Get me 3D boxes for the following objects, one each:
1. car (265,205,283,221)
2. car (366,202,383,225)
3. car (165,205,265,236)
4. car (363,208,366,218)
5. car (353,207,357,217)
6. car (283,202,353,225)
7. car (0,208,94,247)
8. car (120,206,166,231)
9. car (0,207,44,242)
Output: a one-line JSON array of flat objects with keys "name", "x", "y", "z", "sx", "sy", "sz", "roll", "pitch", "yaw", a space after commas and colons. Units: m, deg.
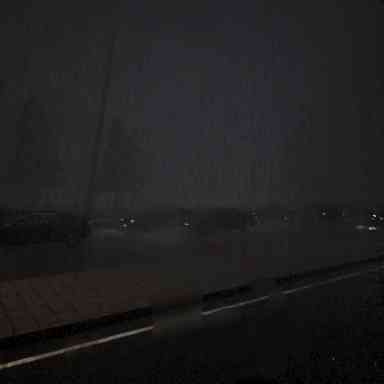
[{"name": "car", "x": 6.022, "y": 1.695, "z": 26.672, "sx": 4.718, "sy": 1.301, "sz": 1.895, "roll": 0, "pitch": 0, "yaw": -35}, {"name": "car", "x": 15.147, "y": 1.624, "z": 24.449, "sx": 4.892, "sy": 1.490, "sz": 1.837, "roll": 0, "pitch": 0, "yaw": -35}, {"name": "car", "x": 1.433, "y": 1.604, "z": 19.121, "sx": 5.357, "sy": 1.411, "sz": 2.033, "roll": 0, "pitch": 0, "yaw": -35}, {"name": "car", "x": 17.671, "y": 1.628, "z": 30.567, "sx": 5.008, "sy": 1.535, "sz": 1.882, "roll": 0, "pitch": 0, "yaw": -35}, {"name": "car", "x": 14.226, "y": 1.706, "z": 32.439, "sx": 4.181, "sy": 1.385, "sz": 1.994, "roll": 0, "pitch": 0, "yaw": -35}, {"name": "car", "x": 9.429, "y": 1.594, "z": 24.805, "sx": 4.902, "sy": 1.511, "sz": 2.128, "roll": 0, "pitch": 0, "yaw": -35}, {"name": "car", "x": -6.513, "y": 1.502, "z": 13.456, "sx": 4.902, "sy": 1.511, "sz": 2.128, "roll": 0, "pitch": 0, "yaw": -35}, {"name": "car", "x": -1.767, "y": 1.597, "z": 21.136, "sx": 5.357, "sy": 1.411, "sz": 2.033, "roll": 0, "pitch": 0, "yaw": -35}, {"name": "car", "x": -9.708, "y": 1.508, "z": 15.480, "sx": 4.892, "sy": 1.490, "sz": 1.837, "roll": 0, "pitch": 0, "yaw": -35}]
